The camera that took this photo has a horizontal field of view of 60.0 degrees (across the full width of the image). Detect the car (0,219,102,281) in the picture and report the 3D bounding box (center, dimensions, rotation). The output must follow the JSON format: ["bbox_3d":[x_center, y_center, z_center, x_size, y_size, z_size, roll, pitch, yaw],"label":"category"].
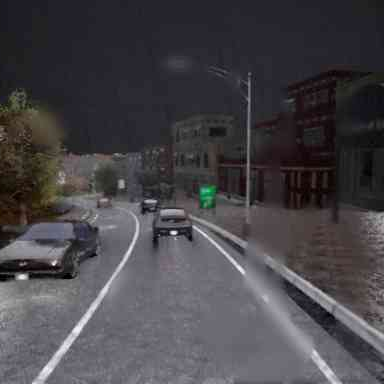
[{"bbox_3d":[-4.091,1.569,10.243,2.033,1.411,5.357,0,0,-5],"label":"car"}]

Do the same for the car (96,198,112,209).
[{"bbox_3d":[-13.566,1.737,51.143,1.812,1.442,4.674,-2,0,-21],"label":"car"}]

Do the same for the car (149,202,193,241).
[{"bbox_3d":[-1.065,1.489,16.599,1.837,1.490,4.892,-1,0,-7],"label":"car"}]

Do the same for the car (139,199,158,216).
[{"bbox_3d":[-4.446,1.478,34.672,1.882,1.535,5.008,-1,0,-14],"label":"car"}]
